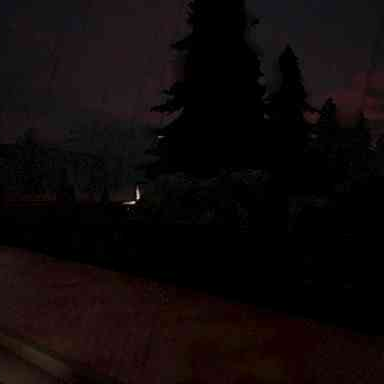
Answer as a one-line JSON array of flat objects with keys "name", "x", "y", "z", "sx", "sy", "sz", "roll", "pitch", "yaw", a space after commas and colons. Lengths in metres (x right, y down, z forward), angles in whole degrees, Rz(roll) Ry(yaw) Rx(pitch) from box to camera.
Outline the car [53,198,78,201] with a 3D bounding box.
[{"name": "car", "x": -19.042, "y": 1.476, "z": 48.369, "sx": 1.882, "sy": 1.535, "sz": 5.008, "roll": 0, "pitch": 0, "yaw": 36}]
